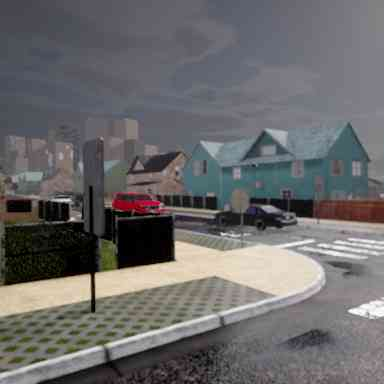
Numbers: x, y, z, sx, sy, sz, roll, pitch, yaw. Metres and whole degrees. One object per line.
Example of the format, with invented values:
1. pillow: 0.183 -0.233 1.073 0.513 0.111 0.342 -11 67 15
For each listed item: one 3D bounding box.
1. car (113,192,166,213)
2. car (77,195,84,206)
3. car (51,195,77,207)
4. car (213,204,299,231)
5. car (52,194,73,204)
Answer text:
1. car: -4.147 1.043 25.330 2.150 2.045 5.566 -1 1 -36
2. car: -14.308 1.117 44.051 1.837 1.490 4.892 -1 1 -37
3. car: -16.606 1.182 42.334 1.812 1.442 4.674 -1 1 -36
4. car: 3.589 1.398 19.646 2.033 1.411 5.357 -1 1 -36
5. car: -20.270 1.100 52.020 1.994 1.385 4.181 -1 1 -36
